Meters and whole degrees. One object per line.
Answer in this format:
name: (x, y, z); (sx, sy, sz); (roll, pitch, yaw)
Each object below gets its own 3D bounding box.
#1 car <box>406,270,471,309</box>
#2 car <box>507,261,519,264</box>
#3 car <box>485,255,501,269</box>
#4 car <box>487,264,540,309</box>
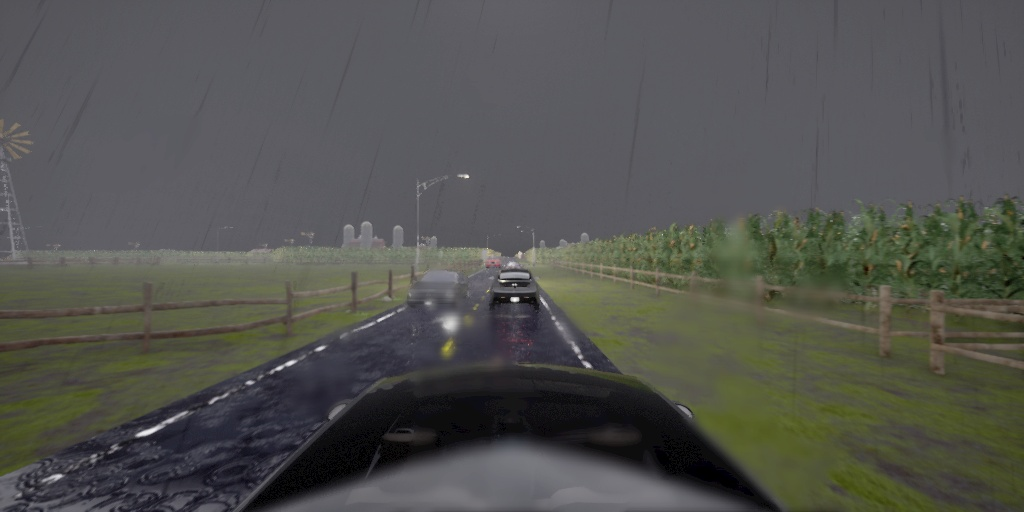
car: (-2.847, 1.297, 15.158); (2.033, 1.411, 5.357); (0, 0, 0)
car: (0.107, 1.285, 39.034); (2.033, 1.411, 5.357); (0, 0, 0)
car: (-2.804, 0.940, 55.030); (2.150, 2.045, 5.566); (0, 0, 1)
car: (0.101, 1.254, 14.819); (1.837, 1.490, 4.892); (0, 0, 0)
